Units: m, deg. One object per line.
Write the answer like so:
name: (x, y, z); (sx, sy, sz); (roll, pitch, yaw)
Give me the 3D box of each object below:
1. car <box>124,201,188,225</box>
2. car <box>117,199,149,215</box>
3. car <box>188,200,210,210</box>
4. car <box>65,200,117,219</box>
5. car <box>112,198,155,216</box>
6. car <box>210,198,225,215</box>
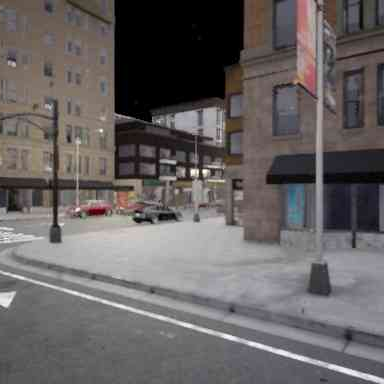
car: (-2.536, 1.597, 24.556); (1.947, 1.339, 4.313); (0, 0, 36)
car: (-4.470, 1.539, 31.257); (1.812, 1.442, 4.674); (0, 0, 36)
car: (0.617, 1.587, 42.661); (1.802, 1.307, 4.206); (0, 0, 36)
car: (-9.046, 1.447, 29.247); (1.967, 1.590, 4.097); (0, 0, 36)
car: (-5.825, 1.446, 33.718); (1.967, 1.590, 4.097); (0, 0, 36)
car: (3.907, 1.610, 33.499); (1.802, 1.307, 4.206); (0, 0, 36)
